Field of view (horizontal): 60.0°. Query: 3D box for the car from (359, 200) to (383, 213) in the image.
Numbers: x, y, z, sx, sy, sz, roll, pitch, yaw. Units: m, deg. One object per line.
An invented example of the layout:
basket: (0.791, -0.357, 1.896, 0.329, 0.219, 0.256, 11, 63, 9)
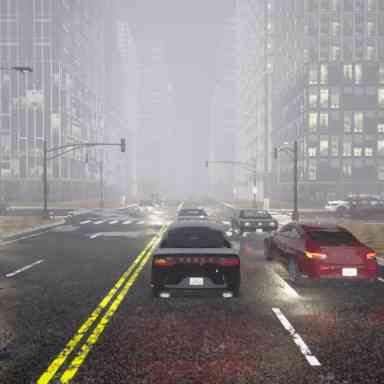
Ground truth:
car: (21.677, 1.643, 37.478, 4.829, 1.417, 1.752, 1, 0, 1)

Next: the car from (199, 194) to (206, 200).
car: (2.924, 1.431, 91.806, 1.812, 1.442, 4.674, 0, 0, 0)

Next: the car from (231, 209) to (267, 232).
car: (3.284, 1.591, 18.426, 1.895, 1.301, 4.718, 0, 0, 0)

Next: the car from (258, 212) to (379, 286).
car: (3.317, 1.521, 9.307, 1.812, 1.442, 4.674, 0, 0, 0)

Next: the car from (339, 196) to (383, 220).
car: (16.097, 1.519, 29.172, 5.009, 1.841, 2.192, 1, 0, 1)

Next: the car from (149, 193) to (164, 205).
car: (-6.788, 1.175, 59.666, 2.150, 2.045, 5.566, 0, 0, 0)

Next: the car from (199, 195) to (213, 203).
car: (3.113, 1.437, 66.666, 2.128, 1.511, 4.902, 0, 0, 0)

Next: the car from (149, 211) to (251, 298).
car: (0.065, 1.474, 8.541, 1.882, 1.535, 5.008, 0, 0, 0)

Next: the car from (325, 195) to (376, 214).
car: (17.042, 1.340, 34.940, 5.566, 2.045, 2.150, 1, 1, 1)

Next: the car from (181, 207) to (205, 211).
car: (0.033, 1.538, 18.362, 2.033, 1.411, 5.357, 0, 0, 0)

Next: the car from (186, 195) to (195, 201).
car: (-0.288, 1.425, 80.946, 1.837, 1.490, 4.892, 0, 0, 0)

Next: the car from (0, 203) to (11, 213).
car: (-20.096, 1.364, 32.229, 4.674, 1.442, 1.812, 1, 1, 1)

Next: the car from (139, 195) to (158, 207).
car: (-6.771, 1.528, 50.633, 1.994, 1.385, 4.181, 0, 0, 0)
